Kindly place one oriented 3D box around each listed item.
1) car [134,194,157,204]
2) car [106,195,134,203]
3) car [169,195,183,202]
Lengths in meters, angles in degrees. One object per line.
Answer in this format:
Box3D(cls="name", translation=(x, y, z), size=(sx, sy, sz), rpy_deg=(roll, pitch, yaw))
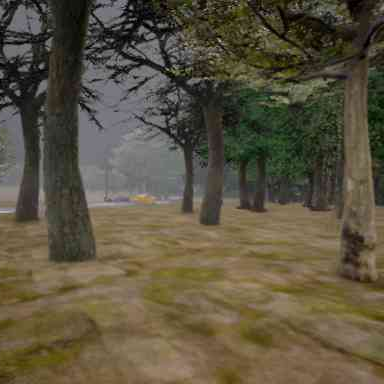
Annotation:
Box3D(cls="car", translation=(-7.868, 1.103, 55.785), size=(1.882, 1.535, 5.008), rpy_deg=(1, 0, 29))
Box3D(cls="car", translation=(-12.118, 1.123, 54.597), size=(1.994, 1.385, 4.181), rpy_deg=(1, 1, 30))
Box3D(cls="car", translation=(-2.654, 1.303, 66.341), size=(1.895, 1.301, 4.718), rpy_deg=(1, 0, 23))
